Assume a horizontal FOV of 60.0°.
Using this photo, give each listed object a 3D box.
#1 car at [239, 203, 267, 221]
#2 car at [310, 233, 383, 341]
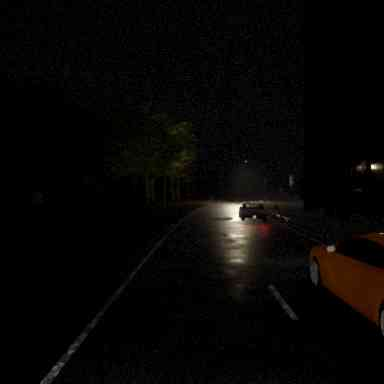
[{"bbox_3d":[4.809,1.552,26.813,1.895,1.301,4.718,0,0,5],"label":"car"},{"bbox_3d":[3.721,1.471,6.020,1.882,1.535,5.008,0,0,1],"label":"car"}]
